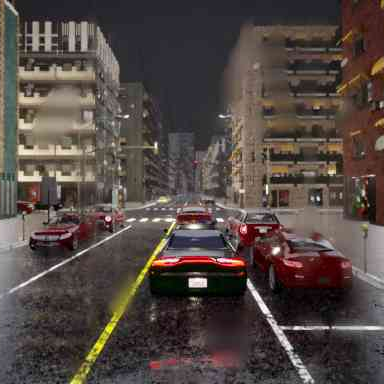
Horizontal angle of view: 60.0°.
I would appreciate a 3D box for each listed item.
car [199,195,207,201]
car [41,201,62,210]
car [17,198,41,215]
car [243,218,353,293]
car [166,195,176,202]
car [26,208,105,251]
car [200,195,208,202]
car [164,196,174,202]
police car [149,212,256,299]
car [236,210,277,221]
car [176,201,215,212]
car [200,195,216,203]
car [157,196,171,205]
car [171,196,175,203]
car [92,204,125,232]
[{"bbox_3d":[2.851,1.564,86.265,2.008,1.369,4.403,1,0,0],"label":"car"},{"bbox_3d":[-17.499,1.591,39.120,4.313,1.339,1.947,0,-1,0],"label":"car"},{"bbox_3d":[-17.463,1.241,31.244,5.009,1.841,2.192,0,-1,0],"label":"car"},{"bbox_3d":[2.600,1.584,8.592,1.802,1.307,4.206,1,0,0],"label":"car"},{"bbox_3d":[-5.047,1.557,80.590,1.887,1.381,4.507,1,0,0],"label":"car"},{"bbox_3d":[-5.267,1.585,14.144,1.802,1.307,4.206,1,0,0],"label":"car"},{"bbox_3d":[2.833,1.557,80.594,1.887,1.381,4.507,1,0,0],"label":"car"},{"bbox_3d":[-5.066,1.578,74.919,1.947,1.339,4.313,1,0,0],"label":"car"},{"bbox_3d":[0.124,1.507,8.575,2.038,1.542,4.974,0,0,0],"label":"police car"},{"bbox_3d":[2.620,1.444,14.141,1.967,1.590,4.097,1,0,0],"label":"car"},{"bbox_3d":[0.125,1.482,19.036,1.882,1.535,5.008,0,0,0],"label":"car"},{"bbox_3d":[2.741,1.560,52.240,2.008,1.369,4.403,1,0,0],"label":"car"},{"bbox_3d":[-5.121,1.536,57.736,1.752,1.417,4.829,1,0,0],"label":"car"},{"bbox_3d":[-5.084,1.537,69.078,1.752,1.417,4.829,1,0,0],"label":"car"},{"bbox_3d":[-5.251,1.445,19.693,1.967,1.590,4.097,1,0,0],"label":"car"}]
